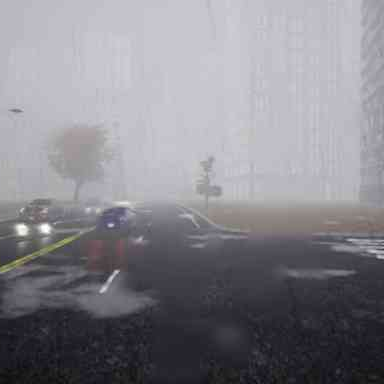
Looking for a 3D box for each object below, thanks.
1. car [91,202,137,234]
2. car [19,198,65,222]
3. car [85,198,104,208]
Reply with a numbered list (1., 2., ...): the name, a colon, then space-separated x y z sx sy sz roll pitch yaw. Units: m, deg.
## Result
1. car: -4.215 1.484 18.983 1.812 1.442 4.674 0 0 -4
2. car: -11.373 1.257 25.483 2.097 1.767 4.553 0 0 -4
3. car: -13.124 1.440 45.048 1.994 1.385 4.181 0 0 -6
